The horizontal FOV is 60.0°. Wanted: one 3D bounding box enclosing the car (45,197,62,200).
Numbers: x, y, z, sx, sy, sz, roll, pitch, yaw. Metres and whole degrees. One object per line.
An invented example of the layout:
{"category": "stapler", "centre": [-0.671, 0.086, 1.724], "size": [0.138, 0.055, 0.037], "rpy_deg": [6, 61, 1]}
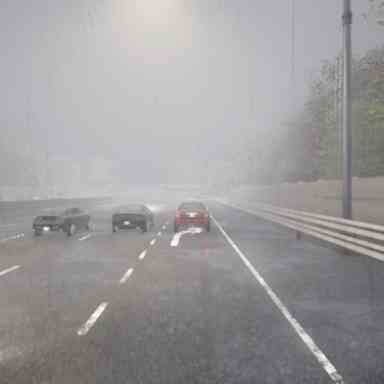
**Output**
{"category": "car", "centre": [-21.040, 1.479, 50.741], "size": [1.882, 1.535, 5.008], "rpy_deg": [0, 0, 1]}

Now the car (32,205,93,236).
{"category": "car", "centre": [-6.897, 1.492, 18.157], "size": [1.837, 1.490, 4.892], "rpy_deg": [0, 0, 0]}

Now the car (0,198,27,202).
{"category": "car", "centre": [-24.546, 1.560, 46.786], "size": [1.994, 1.385, 4.181], "rpy_deg": [0, 0, 1]}

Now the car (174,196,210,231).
{"category": "car", "centre": [0.003, 1.337, 20.601], "size": [2.097, 1.767, 4.553], "rpy_deg": [0, 0, 0]}

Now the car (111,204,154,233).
{"category": "car", "centre": [-3.396, 1.463, 19.790], "size": [1.882, 1.535, 5.008], "rpy_deg": [0, 0, 0]}

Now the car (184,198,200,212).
{"category": "car", "centre": [0.004, 1.513, 39.330], "size": [1.812, 1.442, 4.674], "rpy_deg": [0, 0, 0]}
